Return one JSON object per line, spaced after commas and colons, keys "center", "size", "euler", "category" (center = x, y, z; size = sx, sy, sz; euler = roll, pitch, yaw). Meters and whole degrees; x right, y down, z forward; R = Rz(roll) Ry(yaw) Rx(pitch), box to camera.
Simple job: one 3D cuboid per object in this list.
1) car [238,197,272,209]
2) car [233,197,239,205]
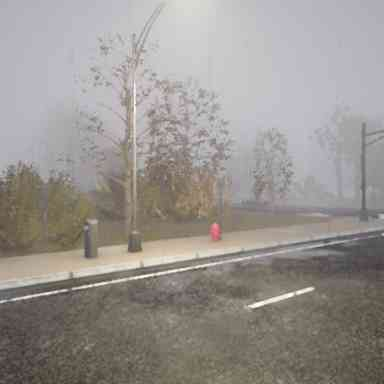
{"center": [8.435, 1.431, 43.089], "size": [1.895, 1.301, 4.718], "euler": [0, 0, -26], "category": "car"}
{"center": [7.562, 1.482, 52.739], "size": [1.895, 1.301, 4.718], "euler": [0, 0, -26], "category": "car"}
